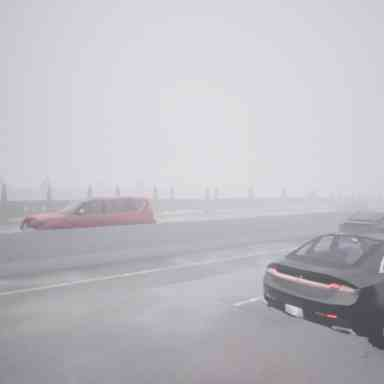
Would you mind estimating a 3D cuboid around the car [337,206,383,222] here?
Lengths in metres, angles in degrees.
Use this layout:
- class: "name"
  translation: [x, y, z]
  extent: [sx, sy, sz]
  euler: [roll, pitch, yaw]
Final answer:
- class: "car"
  translation: [8.024, 1.508, 13.759]
  extent: [4.892, 1.490, 1.837]
  euler: [0, 0, -35]

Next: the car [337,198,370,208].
- class: "car"
  translation: [18.990, 1.523, 38.947]
  extent: [4.892, 1.490, 1.837]
  euler: [1, 0, -35]

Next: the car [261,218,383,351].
- class: "car"
  translation: [3.446, 1.492, 6.200]
  extent: [4.902, 1.511, 2.128]
  euler: [0, 0, -35]

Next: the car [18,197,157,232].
- class: "car"
  translation: [-4.137, 1.223, 13.935]
  extent: [5.566, 2.045, 2.150]
  euler: [0, 0, -35]
